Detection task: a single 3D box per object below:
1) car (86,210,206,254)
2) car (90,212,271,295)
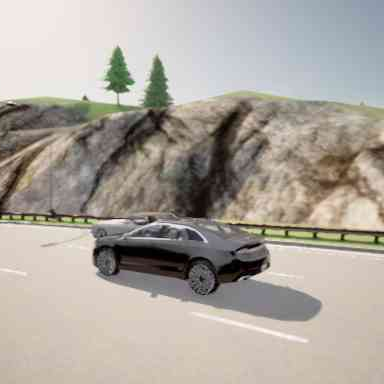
[{"bbox_3d":[-1.963,1.492,13.644,4.718,1.301,1.895,0,1,31],"label":"car"},{"bbox_3d":[-0.478,1.417,8.488,4.902,1.511,2.128,0,0,33],"label":"car"}]
